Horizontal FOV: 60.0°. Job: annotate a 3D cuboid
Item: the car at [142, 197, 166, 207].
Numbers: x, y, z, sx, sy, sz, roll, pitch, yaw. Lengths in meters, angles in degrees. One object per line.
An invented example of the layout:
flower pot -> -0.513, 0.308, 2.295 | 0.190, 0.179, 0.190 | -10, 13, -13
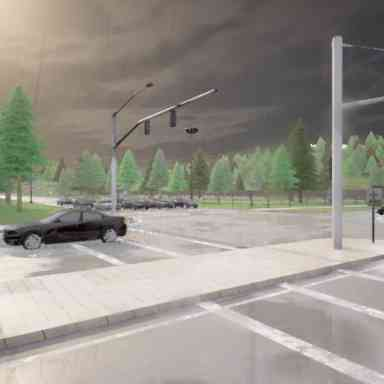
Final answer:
car -> -6.099, 1.561, 52.649 | 1.994, 1.385, 4.181 | 0, 0, -35

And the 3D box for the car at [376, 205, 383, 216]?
car -> 19.662, 1.543, 31.639 | 5.357, 1.411, 2.033 | 0, 0, -35

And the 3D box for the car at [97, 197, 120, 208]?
car -> -12.569, 1.524, 49.673 | 1.812, 1.442, 4.674 | 0, 0, -35

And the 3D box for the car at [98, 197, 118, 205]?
car -> -14.954, 1.561, 59.207 | 1.994, 1.385, 4.181 | 0, 0, -35

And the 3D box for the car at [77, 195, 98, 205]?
car -> -18.136, 1.350, 57.641 | 2.097, 1.767, 4.553 | 0, 0, -35

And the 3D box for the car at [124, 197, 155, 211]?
car -> -7.206, 1.545, 42.023 | 2.033, 1.411, 5.357 | 0, 0, -35

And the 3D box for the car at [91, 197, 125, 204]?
car -> -10.250, 1.599, 40.268 | 1.895, 1.301, 4.718 | 0, 0, -35

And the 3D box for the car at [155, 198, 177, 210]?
car -> -4.219, 1.561, 43.861 | 1.994, 1.385, 4.181 | 0, 0, -35

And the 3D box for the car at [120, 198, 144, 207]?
car -> -9.243, 1.598, 51.023 | 1.895, 1.301, 4.718 | 0, 0, -35

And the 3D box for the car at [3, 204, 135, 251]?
car -> -5.265, 1.477, 14.330 | 5.008, 1.535, 1.882 | 0, 0, -35

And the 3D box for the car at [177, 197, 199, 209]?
car -> -1.007, 1.502, 45.377 | 1.837, 1.490, 4.892 | 0, 0, -35

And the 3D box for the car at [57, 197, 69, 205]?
car -> -21.498, 1.562, 56.345 | 1.994, 1.385, 4.181 | 0, 0, -35

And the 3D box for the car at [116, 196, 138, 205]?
car -> -12.100, 1.544, 61.245 | 2.033, 1.411, 5.357 | 0, 0, -34

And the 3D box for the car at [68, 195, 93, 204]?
car -> -15.793, 1.546, 48.169 | 2.033, 1.411, 5.357 | 0, 0, -35
